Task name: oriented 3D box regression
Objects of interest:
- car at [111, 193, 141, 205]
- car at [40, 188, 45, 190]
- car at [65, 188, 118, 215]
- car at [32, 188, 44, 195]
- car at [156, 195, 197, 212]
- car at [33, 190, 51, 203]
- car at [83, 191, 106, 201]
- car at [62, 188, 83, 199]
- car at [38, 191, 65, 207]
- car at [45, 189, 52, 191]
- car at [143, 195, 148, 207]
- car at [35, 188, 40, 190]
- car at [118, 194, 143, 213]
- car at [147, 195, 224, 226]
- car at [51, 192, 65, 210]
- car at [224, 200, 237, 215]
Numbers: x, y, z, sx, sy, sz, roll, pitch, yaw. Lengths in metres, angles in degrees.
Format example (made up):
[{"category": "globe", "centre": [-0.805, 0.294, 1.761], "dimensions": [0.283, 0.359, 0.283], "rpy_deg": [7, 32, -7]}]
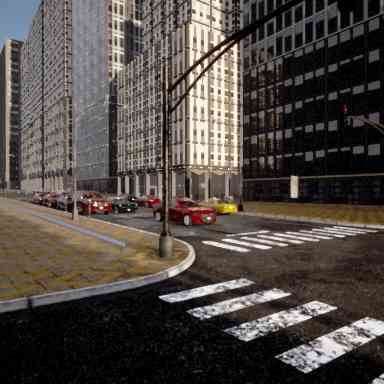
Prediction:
[{"category": "car", "centre": [-8.203, 0.856, 41.254], "dimensions": [1.947, 1.339, 4.313], "rpy_deg": [1, 0, -36]}, {"category": "car", "centre": [-31.376, 0.104, 73.042], "dimensions": [1.887, 1.381, 4.507], "rpy_deg": [1, 0, -36]}, {"category": "car", "centre": [-8.343, 0.841, 27.228], "dimensions": [2.192, 1.841, 5.009], "rpy_deg": [1, 0, -36]}, {"category": "car", "centre": [-37.995, -0.208, 82.123], "dimensions": [1.967, 1.590, 4.097], "rpy_deg": [1, 0, -36]}, {"category": "car", "centre": [-1.582, 1.066, 32.173], "dimensions": [1.947, 1.339, 4.313], "rpy_deg": [1, 0, -36]}, {"category": "car", "centre": [-18.279, 0.794, 40.851], "dimensions": [1.802, 1.307, 4.206], "rpy_deg": [1, 0, -36]}, {"category": "car", "centre": [-14.824, 0.646, 50.337], "dimensions": [1.947, 1.339, 4.313], "rpy_deg": [1, 0, -36]}, {"category": "car", "centre": [-21.439, 0.187, 59.417], "dimensions": [2.192, 1.841, 5.009], "rpy_deg": [1, 0, -36]}, {"category": "car", "centre": [-14.968, 0.861, 36.310], "dimensions": [1.887, 1.381, 4.507], "rpy_deg": [1, 0, -36]}, {"category": "car", "centre": [-28.066, 0.214, 68.501], "dimensions": [2.008, 1.369, 4.403], "rpy_deg": [1, 0, -36]}, {"category": "car", "centre": [-4.892, 0.977, 36.713], "dimensions": [1.802, 1.307, 4.206], "rpy_deg": [1, 0, -36]}, {"category": "car", "centre": [-34.685, -0.104, 77.583], "dimensions": [1.967, 1.590, 4.097], "rpy_deg": [1, 0, -36]}, {"category": "car", "centre": [-6.475, 1.112, 29.035], "dimensions": [1.895, 1.301, 4.718], "rpy_deg": [0, 1, -36]}, {"category": "car", "centre": [-0.567, 1.177, 20.921], "dimensions": [1.882, 1.535, 5.008], "rpy_deg": [0, 1, -38]}, {"category": "car", "centre": [-11.659, 0.987, 31.770], "dimensions": [1.947, 1.339, 4.313], "rpy_deg": [1, 0, -36]}, {"category": "car", "centre": [1.698, 1.127, 27.823], "dimensions": [1.752, 1.417, 4.829], "rpy_deg": [1, 0, -36]}]
